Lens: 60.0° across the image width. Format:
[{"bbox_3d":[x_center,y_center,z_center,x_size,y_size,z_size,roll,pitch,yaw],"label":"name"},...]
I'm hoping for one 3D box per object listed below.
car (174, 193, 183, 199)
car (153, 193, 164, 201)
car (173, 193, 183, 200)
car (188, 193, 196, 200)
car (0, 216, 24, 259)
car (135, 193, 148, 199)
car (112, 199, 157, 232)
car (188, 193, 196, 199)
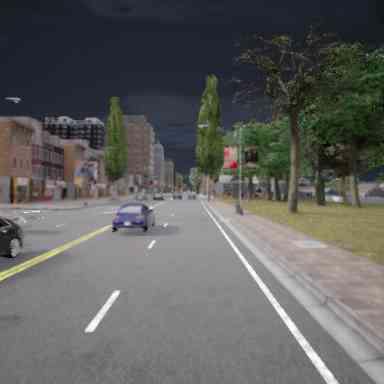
[{"bbox_3d":[-3.249,0.926,83.294,2.033,1.411,5.357,0,0,0],"label":"car"},{"bbox_3d":[-6.506,0.963,64.546,1.882,1.535,5.008,0,1,0],"label":"car"},{"bbox_3d":[-3.249,0.959,73.779,1.812,1.442,4.674,0,0,0],"label":"car"},{"bbox_3d":[0.001,0.960,73.779,2.128,1.511,4.902,0,0,0],"label":"car"},{"bbox_3d":[-6.582,1.414,9.278,1.837,1.490,4.892,0,0,0],"label":"car"},{"bbox_3d":[-9.757,0.989,64.575,2.128,1.511,4.902,0,0,0],"label":"car"},{"bbox_3d":[-3.149,1.348,18.478,1.812,1.442,4.674,0,1,0],"label":"car"},{"bbox_3d":[0.001,0.982,83.323,1.895,1.301,4.718,0,0,0],"label":"car"}]
